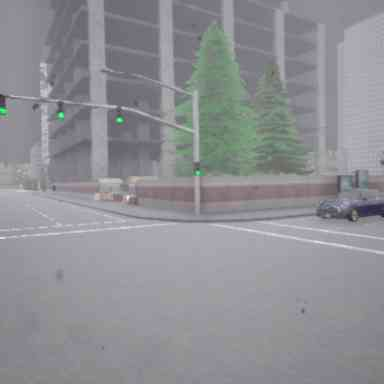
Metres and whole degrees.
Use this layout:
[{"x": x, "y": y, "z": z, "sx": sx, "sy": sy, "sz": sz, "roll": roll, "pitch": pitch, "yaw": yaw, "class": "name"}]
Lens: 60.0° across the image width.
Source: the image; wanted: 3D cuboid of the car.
[{"x": 9.164, "y": 0.634, "z": 18.889, "sx": 4.553, "sy": 1.767, "sz": 2.097, "roll": -2, "pitch": 2, "yaw": -30, "class": "car"}]
